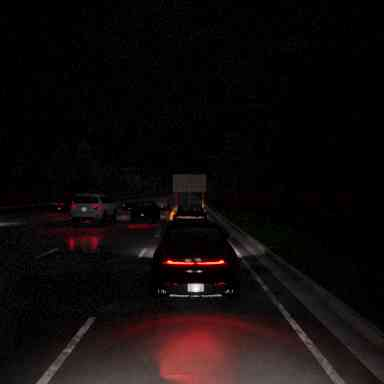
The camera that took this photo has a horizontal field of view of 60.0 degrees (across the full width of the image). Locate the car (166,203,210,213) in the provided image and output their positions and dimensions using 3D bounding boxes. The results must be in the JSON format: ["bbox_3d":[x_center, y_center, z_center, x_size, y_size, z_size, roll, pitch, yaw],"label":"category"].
[{"bbox_3d":[-0.050,1.487,18.892,2.128,1.511,4.902,0,0,1],"label":"car"}]

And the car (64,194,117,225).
[{"bbox_3d":[-7.068,1.215,24.386,2.150,2.045,5.566,0,-1,-1],"label":"car"}]

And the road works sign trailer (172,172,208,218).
[{"bbox_3d":[-0.171,0.463,22.762,2.380,3.560,2.880,0,0,-3],"label":"road works sign trailer"}]

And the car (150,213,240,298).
[{"bbox_3d":[0.053,1.504,8.505,1.837,1.490,4.892,0,0,0],"label":"car"}]

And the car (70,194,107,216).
[{"bbox_3d":[-10.652,1.220,34.563,2.150,2.045,5.566,0,0,-1],"label":"car"}]

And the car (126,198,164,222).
[{"bbox_3d":[-3.584,1.476,26.258,1.882,1.535,5.008,0,0,0],"label":"car"}]

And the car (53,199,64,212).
[{"bbox_3d":[-14.179,1.501,37.876,1.837,1.490,4.892,0,0,0],"label":"car"}]

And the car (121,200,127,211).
[{"bbox_3d":[-7.199,1.598,40.338,1.895,1.301,4.718,0,0,0],"label":"car"}]

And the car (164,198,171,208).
[{"bbox_3d":[-3.728,1.523,42.296,1.812,1.442,4.674,0,0,-2],"label":"car"}]
